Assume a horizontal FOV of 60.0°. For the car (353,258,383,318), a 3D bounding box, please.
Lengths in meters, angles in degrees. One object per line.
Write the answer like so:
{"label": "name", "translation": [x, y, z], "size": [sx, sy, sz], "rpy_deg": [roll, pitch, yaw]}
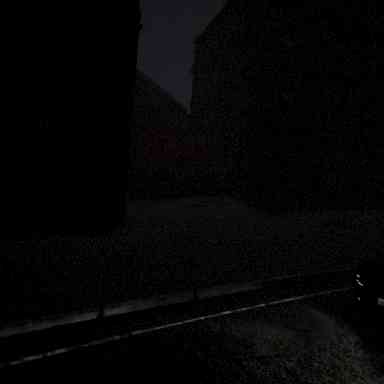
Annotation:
{"label": "car", "translation": [5.361, 1.542, 6.474], "size": [5.008, 1.535, 1.882], "rpy_deg": [1, -1, -26]}
